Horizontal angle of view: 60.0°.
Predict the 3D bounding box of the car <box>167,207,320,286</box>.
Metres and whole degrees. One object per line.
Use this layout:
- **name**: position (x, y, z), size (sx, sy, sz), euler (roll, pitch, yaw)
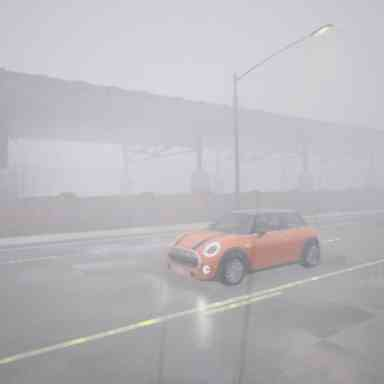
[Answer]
- **car**: position (1.537, 1.300, 9.377), size (4.553, 1.767, 2.097), euler (-1, 0, -35)
